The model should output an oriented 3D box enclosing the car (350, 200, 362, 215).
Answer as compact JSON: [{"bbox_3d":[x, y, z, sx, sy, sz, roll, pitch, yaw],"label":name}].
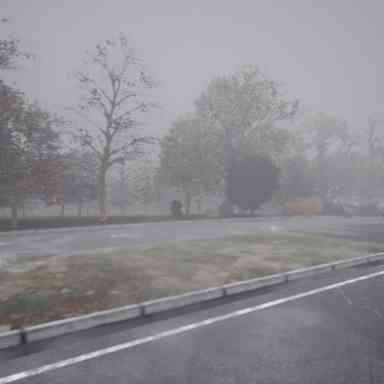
[{"bbox_3d":[17.212,1.992,40.389,1.946,1.575,5.366,2,-1,-35],"label":"car"}]

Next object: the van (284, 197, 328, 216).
[{"bbox_3d":[12.434,1.605,37.354,1.878,1.987,4.442,2,-1,-35],"label":"van"}]

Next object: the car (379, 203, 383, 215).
[{"bbox_3d":[23.887,2.142,45.336,2.185,1.767,4.553,2,-1,-35],"label":"car"}]

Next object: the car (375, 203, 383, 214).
[{"bbox_3d":[30.633,2.543,50.177,2.231,1.521,4.892,2,-1,-35],"label":"car"}]

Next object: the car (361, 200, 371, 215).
[{"bbox_3d":[19.360,2.086,42.140,2.231,1.521,4.892,2,-1,-35],"label":"car"}]

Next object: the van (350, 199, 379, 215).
[{"bbox_3d":[21.550,1.950,43.852,1.878,1.987,4.442,2,-1,-35],"label":"van"}]

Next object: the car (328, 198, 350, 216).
[{"bbox_3d":[14.841,1.658,38.960,2.435,2.045,5.566,2,-1,-35],"label":"car"}]
